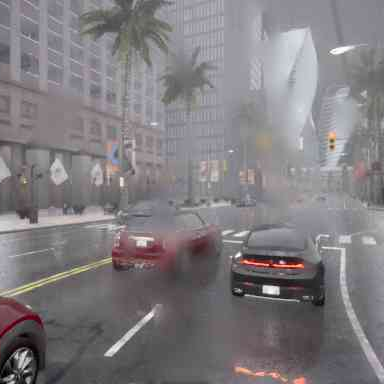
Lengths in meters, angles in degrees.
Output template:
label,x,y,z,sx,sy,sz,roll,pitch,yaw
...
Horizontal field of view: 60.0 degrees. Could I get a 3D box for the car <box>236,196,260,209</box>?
label,x,y,z,sx,sy,sz,roll,pitch,yaw
car,7.608,1.564,46.239,1.994,1.385,4.181,0,0,25

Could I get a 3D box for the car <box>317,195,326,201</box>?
label,x,y,z,sx,sy,sz,roll,pitch,yaw
car,33.156,1.524,84.873,1.812,1.442,4.674,0,0,24

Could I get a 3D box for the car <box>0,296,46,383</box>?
label,x,y,z,sx,sy,sz,roll,pitch,yaw
car,-2.960,1.352,2.123,2.097,1.767,4.553,0,0,7

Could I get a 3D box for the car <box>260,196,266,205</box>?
label,x,y,z,sx,sy,sz,roll,pitch,yaw
car,13.755,1.477,59.539,1.882,1.535,5.008,0,0,25

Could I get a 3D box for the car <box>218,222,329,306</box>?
label,x,y,z,sx,sy,sz,roll,pitch,yaw
car,2.251,1.505,8.224,1.837,1.490,4.892,0,0,20

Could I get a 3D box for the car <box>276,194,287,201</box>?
label,x,y,z,sx,sy,sz,roll,pitch,yaw
car,24.019,1.354,89.180,2.185,1.767,4.553,0,0,24

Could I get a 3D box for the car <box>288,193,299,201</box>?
label,x,y,z,sx,sy,sz,roll,pitch,yaw
car,26.726,1.170,87.643,2.150,2.045,5.566,0,0,24

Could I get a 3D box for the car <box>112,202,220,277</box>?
label,x,y,z,sx,sy,sz,roll,pitch,yaw
car,-0.533,1.352,10.591,2.097,1.767,4.553,0,0,21

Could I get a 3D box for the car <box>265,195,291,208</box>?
label,x,y,z,sx,sy,sz,roll,pitch,yaw
car,12.655,1.547,48.741,2.033,1.411,5.357,0,0,24

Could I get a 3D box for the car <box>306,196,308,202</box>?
label,x,y,z,sx,sy,sz,roll,pitch,yaw
car,25.331,1.478,76.152,1.882,1.535,5.008,0,0,25

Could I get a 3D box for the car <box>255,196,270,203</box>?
label,x,y,z,sx,sy,sz,roll,pitch,yaw
car,14.795,1.513,69.282,2.161,1.482,4.786,0,0,24

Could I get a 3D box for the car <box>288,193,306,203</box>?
label,x,y,z,sx,sy,sz,roll,pitch,yaw
car,20.726,1.351,66.166,2.097,1.767,4.553,0,0,25

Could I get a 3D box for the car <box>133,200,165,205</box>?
label,x,y,z,sx,sy,sz,roll,pitch,yaw
car,-3.158,1.352,22.819,2.097,1.767,4.553,0,0,25
